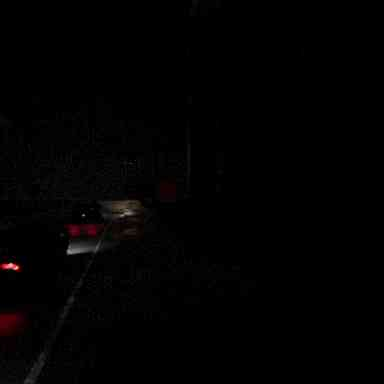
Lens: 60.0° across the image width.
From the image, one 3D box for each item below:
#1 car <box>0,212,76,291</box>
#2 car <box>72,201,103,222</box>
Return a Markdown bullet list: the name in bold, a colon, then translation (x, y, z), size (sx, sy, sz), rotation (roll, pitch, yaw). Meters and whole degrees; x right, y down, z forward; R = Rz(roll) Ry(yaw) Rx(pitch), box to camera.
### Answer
- **car**: translation (-4.678, 1.523, 8.935), size (2.033, 1.411, 5.357), rotation (0, 0, -11)
- **car**: translation (-7.953, 1.403, 25.377), size (2.128, 1.511, 4.902), rotation (0, 0, -11)
